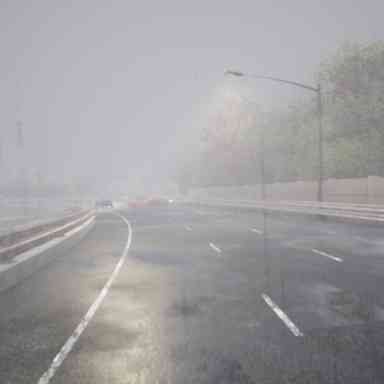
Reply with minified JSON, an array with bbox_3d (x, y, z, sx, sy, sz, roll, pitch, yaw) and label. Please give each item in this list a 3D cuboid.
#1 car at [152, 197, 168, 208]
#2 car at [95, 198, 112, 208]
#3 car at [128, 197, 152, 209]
[{"bbox_3d":[-5.282,1.548,51.029,2.128,1.511,4.902,-1,0,-27],"label":"car"},{"bbox_3d":[-13.975,1.664,52.441,1.837,1.490,4.892,0,0,-30],"label":"car"},{"bbox_3d":[-7.873,1.439,48.358,2.097,1.767,4.553,-1,0,-26],"label":"car"}]
